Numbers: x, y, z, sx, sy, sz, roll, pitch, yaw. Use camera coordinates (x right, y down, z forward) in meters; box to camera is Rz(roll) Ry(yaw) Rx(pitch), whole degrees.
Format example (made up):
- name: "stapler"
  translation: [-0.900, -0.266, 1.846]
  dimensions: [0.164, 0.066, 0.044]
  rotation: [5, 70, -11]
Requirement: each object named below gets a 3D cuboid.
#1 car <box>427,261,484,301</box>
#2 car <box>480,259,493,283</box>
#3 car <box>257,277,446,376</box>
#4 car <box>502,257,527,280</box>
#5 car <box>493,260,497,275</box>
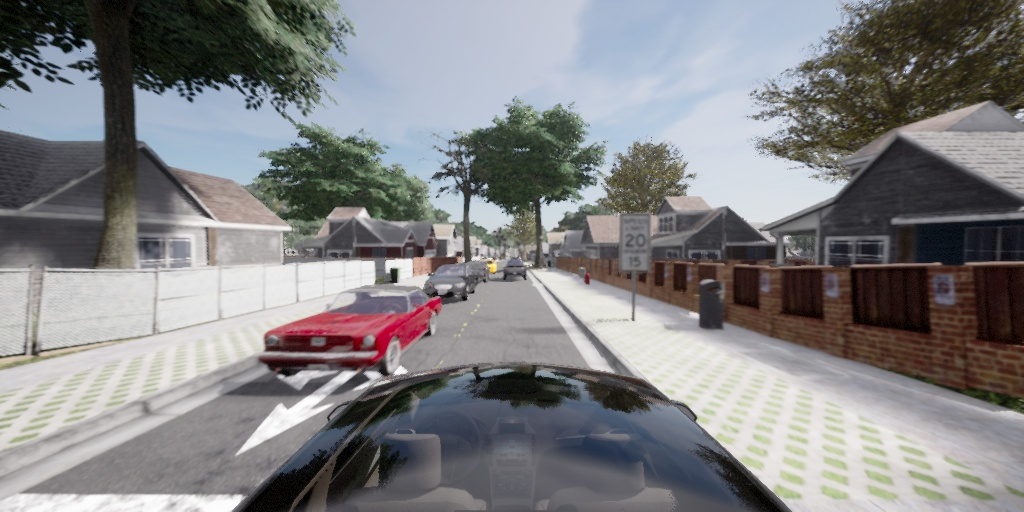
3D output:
- name: "car"
  translation: [-2.762, 1.160, 16.923]
  dimensions: [2.128, 1.511, 4.902]
  rotation: [0, 0, 1]
- name: "car"
  translation: [-2.674, 1.131, 26.836]
  dimensions: [1.837, 1.490, 4.892]
  rotation: [0, 0, 1]
- name: "car"
  translation: [-2.828, 1.319, 7.461]
  dimensions: [1.895, 1.301, 4.718]
  rotation: [0, 0, 0]
- name: "car"
  translation: [0.247, 1.115, 29.764]
  dimensions: [2.128, 1.511, 4.902]
  rotation: [0, 0, 0]
- name: "car"
  translation: [-2.571, 1.075, 36.847]
  dimensions: [1.882, 1.535, 5.008]
  rotation: [0, 0, 1]
